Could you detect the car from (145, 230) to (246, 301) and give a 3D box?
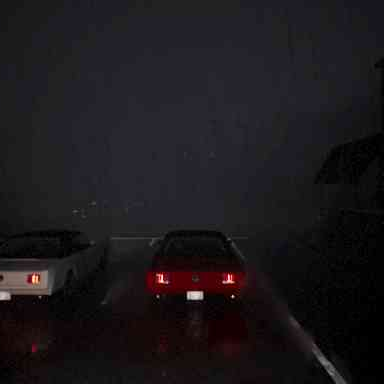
[{"bbox_3d":[0.074,1.597,8.280,1.895,1.301,4.718,0,0,0],"label":"car"}]

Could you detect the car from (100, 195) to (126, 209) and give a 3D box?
[{"bbox_3d":[-10.616,1.506,44.946,1.812,1.442,4.674,0,0,0],"label":"car"}]

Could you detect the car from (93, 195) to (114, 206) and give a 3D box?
[{"bbox_3d":[-14.111,1.329,53.222,2.097,1.767,4.553,0,0,1],"label":"car"}]

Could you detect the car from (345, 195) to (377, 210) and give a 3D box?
[{"bbox_3d":[14.148,1.044,28.473,4.181,1.385,1.994,-14,0,-1],"label":"car"}]

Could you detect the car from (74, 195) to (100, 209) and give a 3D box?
[{"bbox_3d":[-14.119,1.472,44.168,2.128,1.511,4.902,0,0,0],"label":"car"}]

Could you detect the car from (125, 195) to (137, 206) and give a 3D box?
[{"bbox_3d":[-10.615,1.329,52.672,2.097,1.767,4.553,0,0,0],"label":"car"}]

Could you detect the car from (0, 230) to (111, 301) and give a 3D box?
[{"bbox_3d":[-3.427,1.597,8.261,1.895,1.301,4.718,0,0,0],"label":"car"}]

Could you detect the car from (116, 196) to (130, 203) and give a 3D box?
[{"bbox_3d":[-14.031,1.533,67.813,1.994,1.385,4.181,0,0,0],"label":"car"}]

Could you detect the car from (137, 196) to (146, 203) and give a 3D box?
[{"bbox_3d":[-10.537,1.534,67.375,1.994,1.385,4.181,0,0,0],"label":"car"}]
